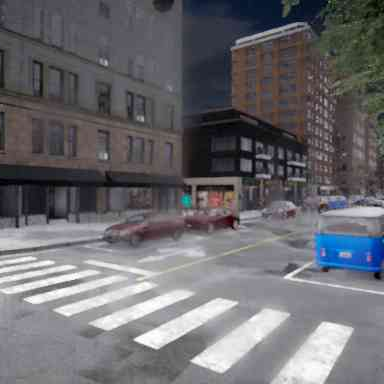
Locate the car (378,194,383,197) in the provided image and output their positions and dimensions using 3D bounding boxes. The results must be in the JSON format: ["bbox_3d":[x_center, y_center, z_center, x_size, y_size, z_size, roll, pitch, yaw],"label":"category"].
[{"bbox_3d":[45.059,1.510,81.040,2.192,1.841,5.009,0,0,35],"label":"car"}]

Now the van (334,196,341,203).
[{"bbox_3d":[16.846,1.424,41.377,1.690,1.788,3.998,0,0,35],"label":"van"}]

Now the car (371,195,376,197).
[{"bbox_3d":[35.654,1.740,67.818,1.802,1.307,4.206,0,0,35],"label":"car"}]

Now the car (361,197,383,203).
[{"bbox_3d":[19.710,1.601,35.450,1.837,1.490,4.892,0,0,35],"label":"car"}]

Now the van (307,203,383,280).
[{"bbox_3d":[4.982,1.375,9.990,1.690,1.788,3.998,0,0,35],"label":"van"}]

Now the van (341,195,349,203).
[{"bbox_3d":[19.981,1.437,45.784,1.690,1.788,3.998,0,0,35],"label":"van"}]

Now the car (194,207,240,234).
[{"bbox_3d":[1.171,1.561,19.341,1.887,1.381,4.507,0,0,35],"label":"car"}]

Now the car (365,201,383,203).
[{"bbox_3d":[11.250,1.501,18.802,1.967,1.590,4.097,0,0,35],"label":"car"}]

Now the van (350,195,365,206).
[{"bbox_3d":[29.385,1.474,59.005,1.690,1.788,3.998,0,0,35],"label":"van"}]

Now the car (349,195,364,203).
[{"bbox_3d":[26.250,1.436,54.598,2.192,1.841,5.009,0,0,35],"label":"car"}]

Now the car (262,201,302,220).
[{"bbox_3d":[7.441,1.483,28.155,1.967,1.590,4.097,0,0,35],"label":"car"}]

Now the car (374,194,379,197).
[{"bbox_3d":[38.789,1.715,72.226,1.887,1.381,4.507,0,0,35],"label":"car"}]

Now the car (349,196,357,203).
[{"bbox_3d":[23.115,1.674,50.191,1.947,1.339,4.313,0,0,35],"label":"car"}]

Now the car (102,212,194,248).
[{"bbox_3d":[-2.004,1.584,14.881,1.802,1.307,4.206,0,0,38],"label":"car"}]

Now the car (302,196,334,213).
[{"bbox_3d":[13.711,1.385,36.969,2.192,1.841,5.009,0,0,35],"label":"car"}]
